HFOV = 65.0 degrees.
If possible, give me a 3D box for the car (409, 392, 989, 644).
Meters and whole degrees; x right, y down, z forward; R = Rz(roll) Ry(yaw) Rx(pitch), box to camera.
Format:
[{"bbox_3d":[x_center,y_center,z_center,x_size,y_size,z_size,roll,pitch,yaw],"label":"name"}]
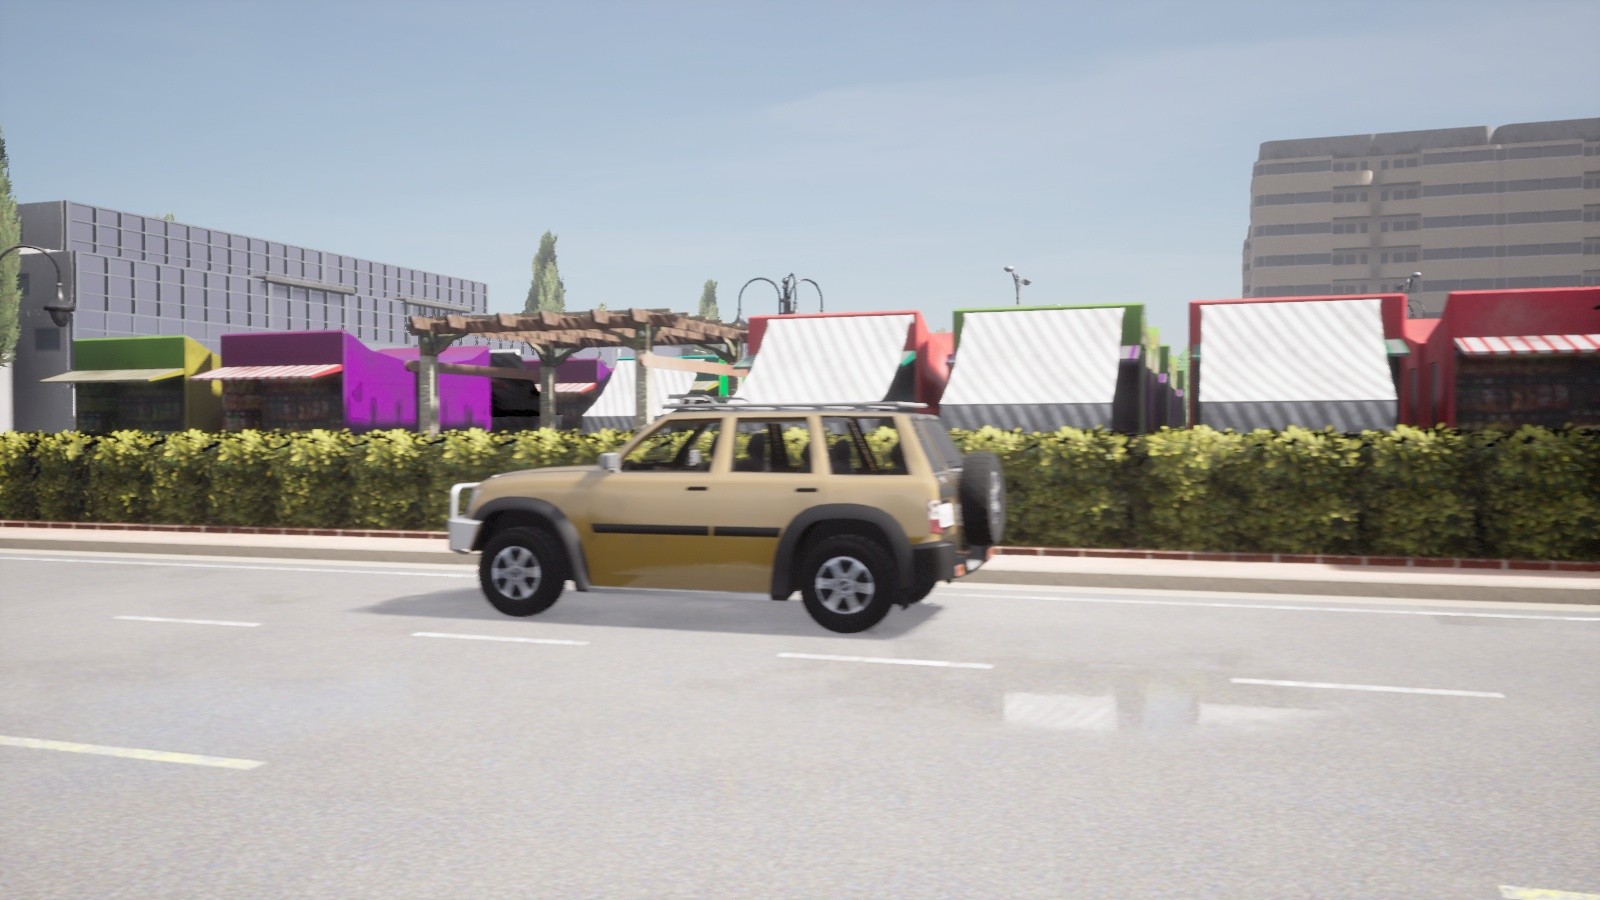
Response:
[{"bbox_3d":[-0.836,0.466,10.856,4.605,1.855,1.932,1,1,19],"label":"car"}]
